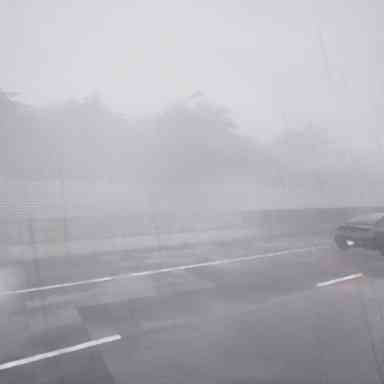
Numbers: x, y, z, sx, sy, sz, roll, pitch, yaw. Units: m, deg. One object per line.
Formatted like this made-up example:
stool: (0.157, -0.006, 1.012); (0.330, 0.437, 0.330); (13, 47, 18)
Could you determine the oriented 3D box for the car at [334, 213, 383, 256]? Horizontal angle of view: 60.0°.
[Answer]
car: (7.842, 1.636, 13.680); (4.892, 1.490, 1.837); (0, 0, -35)
